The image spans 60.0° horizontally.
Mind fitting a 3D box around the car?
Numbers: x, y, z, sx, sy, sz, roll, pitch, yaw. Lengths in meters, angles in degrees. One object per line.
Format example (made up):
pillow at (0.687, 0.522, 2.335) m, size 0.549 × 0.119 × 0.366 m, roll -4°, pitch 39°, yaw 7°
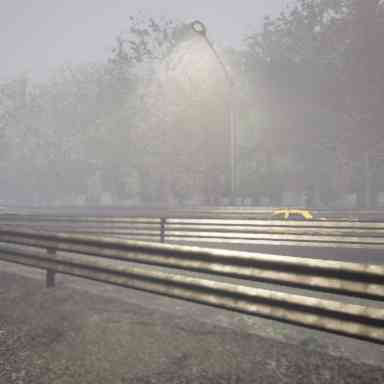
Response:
car at (4.574, 1.570, 16.765) m, size 5.366 × 1.575 × 1.801 m, roll -1°, pitch 0°, yaw 20°
